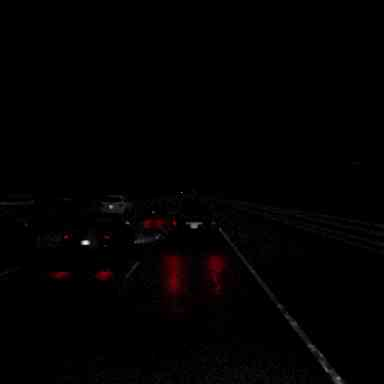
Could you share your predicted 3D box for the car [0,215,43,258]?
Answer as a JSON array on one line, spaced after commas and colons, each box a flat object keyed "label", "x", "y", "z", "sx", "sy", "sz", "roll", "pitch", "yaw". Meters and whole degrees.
[{"label": "car", "x": -6.909, "y": 1.515, "z": 11.335, "sx": 1.882, "sy": 1.535, "sz": 5.008, "roll": 0, "pitch": 0, "yaw": 0}]

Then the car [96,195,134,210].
[{"label": "car", "x": -6.902, "y": 1.332, "z": 31.081, "sx": 2.150, "sy": 2.045, "sz": 5.566, "roll": 0, "pitch": 0, "yaw": 0}]

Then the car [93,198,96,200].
[{"label": "car", "x": -21.002, "y": 1.930, "z": 74.089, "sx": 1.895, "sy": 1.301, "sz": 4.718, "roll": 0, "pitch": 0, "yaw": 0}]

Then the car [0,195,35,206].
[{"label": "car", "x": -17.596, "y": 1.341, "z": 32.841, "sx": 2.150, "sy": 2.045, "sz": 5.566, "roll": 0, "pitch": 0, "yaw": -1}]

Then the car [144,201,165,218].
[{"label": "car", "x": -3.403, "y": 1.606, "z": 31.990, "sx": 2.128, "sy": 1.511, "sz": 4.902, "roll": 0, "pitch": 0, "yaw": 0}]

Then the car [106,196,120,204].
[{"label": "car", "x": -17.502, "y": 1.691, "z": 74.151, "sx": 2.097, "sy": 1.767, "sz": 4.553, "roll": 0, "pitch": 0, "yaw": 0}]

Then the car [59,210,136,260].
[{"label": "car", "x": -3.407, "y": 1.606, "z": 12.672, "sx": 1.994, "sy": 1.385, "sz": 4.181, "roll": 0, "pitch": 0, "yaw": 0}]

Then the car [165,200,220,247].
[{"label": "car", "x": 0.095, "y": 1.401, "z": 15.349, "sx": 2.097, "sy": 1.767, "sz": 4.553, "roll": 0, "pitch": 0, "yaw": 0}]

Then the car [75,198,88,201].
[{"label": "car", "x": -24.502, "y": 1.930, "z": 74.089, "sx": 1.895, "sy": 1.301, "sz": 4.718, "roll": 0, "pitch": 0, "yaw": 0}]
